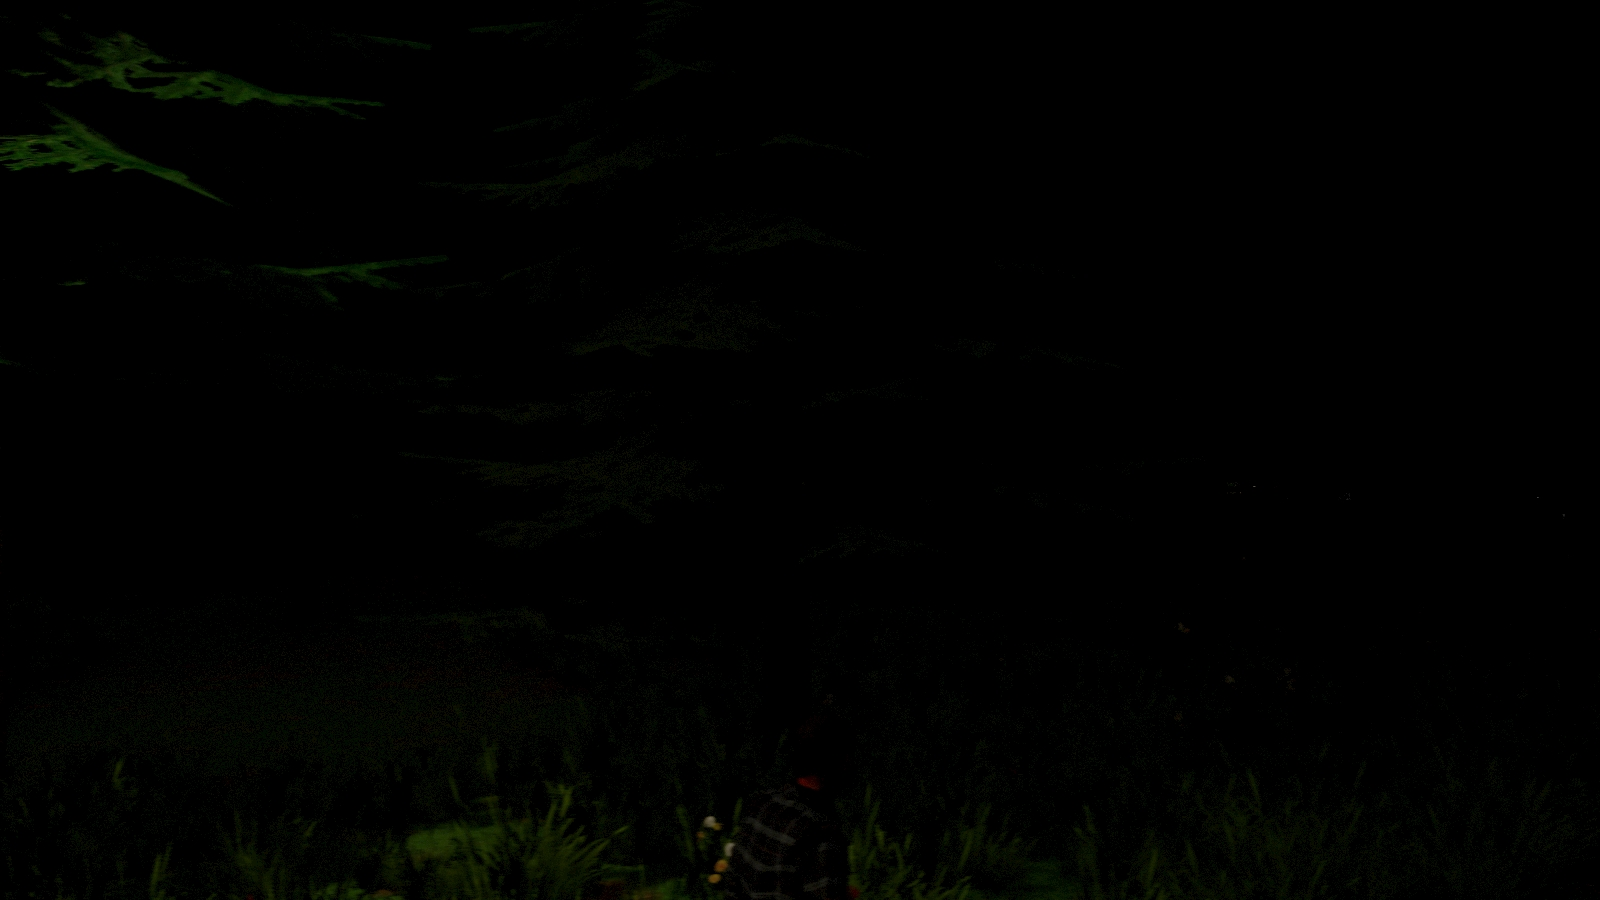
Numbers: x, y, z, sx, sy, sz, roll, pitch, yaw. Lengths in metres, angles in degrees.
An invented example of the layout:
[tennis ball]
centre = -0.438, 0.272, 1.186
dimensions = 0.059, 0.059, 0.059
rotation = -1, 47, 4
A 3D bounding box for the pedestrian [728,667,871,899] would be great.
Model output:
[pedestrian]
centre = -0.008, 1.694, 3.793
dimensions = 0.375, 1.860, 0.375
rotation = 0, 0, -19
